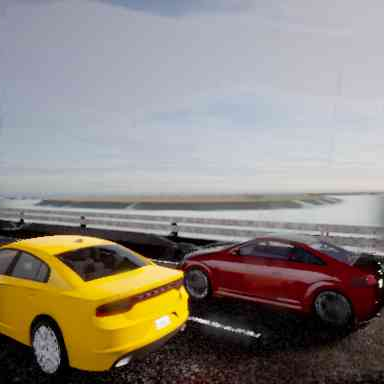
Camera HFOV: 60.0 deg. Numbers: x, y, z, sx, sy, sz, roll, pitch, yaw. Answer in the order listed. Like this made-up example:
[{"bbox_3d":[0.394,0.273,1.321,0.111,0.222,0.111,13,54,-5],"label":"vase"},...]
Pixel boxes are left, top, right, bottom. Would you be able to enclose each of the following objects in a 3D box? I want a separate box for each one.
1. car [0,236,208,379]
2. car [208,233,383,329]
[{"bbox_3d":[-2.400,1.492,5.596,5.008,1.535,1.882,0,0,35],"label":"car"},{"bbox_3d":[1.687,1.575,7.025,4.181,1.385,1.994,0,0,35],"label":"car"}]
